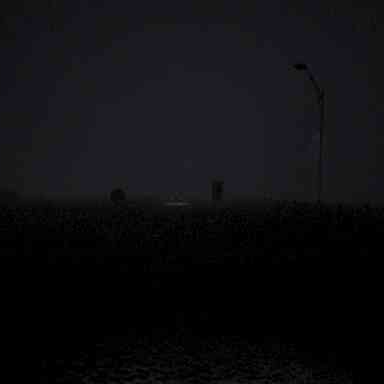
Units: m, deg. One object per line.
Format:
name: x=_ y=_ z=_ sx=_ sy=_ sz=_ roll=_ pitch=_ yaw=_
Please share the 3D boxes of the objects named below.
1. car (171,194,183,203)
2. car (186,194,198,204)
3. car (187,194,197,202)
car: x=-2.727 y=1.149 z=61.332 sx=1.882 sy=1.535 sz=5.008 roll=0 pitch=0 yaw=0
car: x=0.023 y=1.219 z=57.157 sx=1.812 sy=1.442 sz=4.674 roll=0 pitch=0 yaw=0
car: x=0.027 y=1.147 z=67.162 sx=1.837 sy=1.490 sz=4.892 roll=0 pitch=0 yaw=0
